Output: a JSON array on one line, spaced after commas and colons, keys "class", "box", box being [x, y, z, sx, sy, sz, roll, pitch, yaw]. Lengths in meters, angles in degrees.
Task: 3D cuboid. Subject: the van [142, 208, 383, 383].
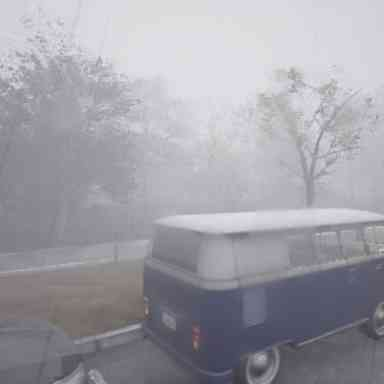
[{"class": "van", "box": [1.545, 1.279, 5.154, 4.442, 1.987, 1.878, 0, 0, -33]}]

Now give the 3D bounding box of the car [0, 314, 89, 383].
[{"class": "car", "box": [-3.086, 1.482, 1.857, 4.892, 1.521, 2.231, -1, 0, -37]}]
